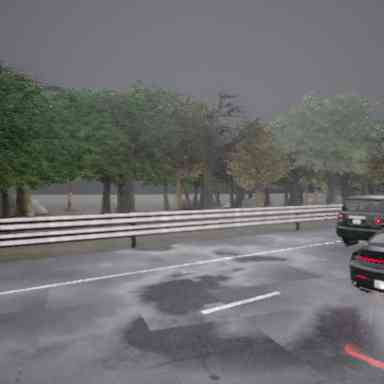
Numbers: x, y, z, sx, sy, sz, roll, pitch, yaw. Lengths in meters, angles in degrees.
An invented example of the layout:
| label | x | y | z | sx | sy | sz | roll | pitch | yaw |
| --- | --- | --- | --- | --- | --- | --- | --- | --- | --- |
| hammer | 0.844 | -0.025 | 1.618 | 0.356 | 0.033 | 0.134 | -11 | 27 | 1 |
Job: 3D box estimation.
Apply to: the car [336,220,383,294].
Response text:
| label | x | y | z | sx | sy | sz | roll | pitch | yaw |
| --- | --- | --- | --- | --- | --- | --- | --- | --- | --- |
| car | 5.527 | 1.470 | 7.532 | 4.892 | 1.490 | 1.837 | 0 | 0 | -34 |

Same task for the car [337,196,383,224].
| label | x | y | z | sx | sy | sz | roll | pitch | yaw |
| --- | --- | --- | --- | --- | --- | --- | --- | --- | --- |
| car | 8.218 | 1.160 | 13.573 | 5.566 | 2.045 | 2.150 | 0 | 0 | -34 |
